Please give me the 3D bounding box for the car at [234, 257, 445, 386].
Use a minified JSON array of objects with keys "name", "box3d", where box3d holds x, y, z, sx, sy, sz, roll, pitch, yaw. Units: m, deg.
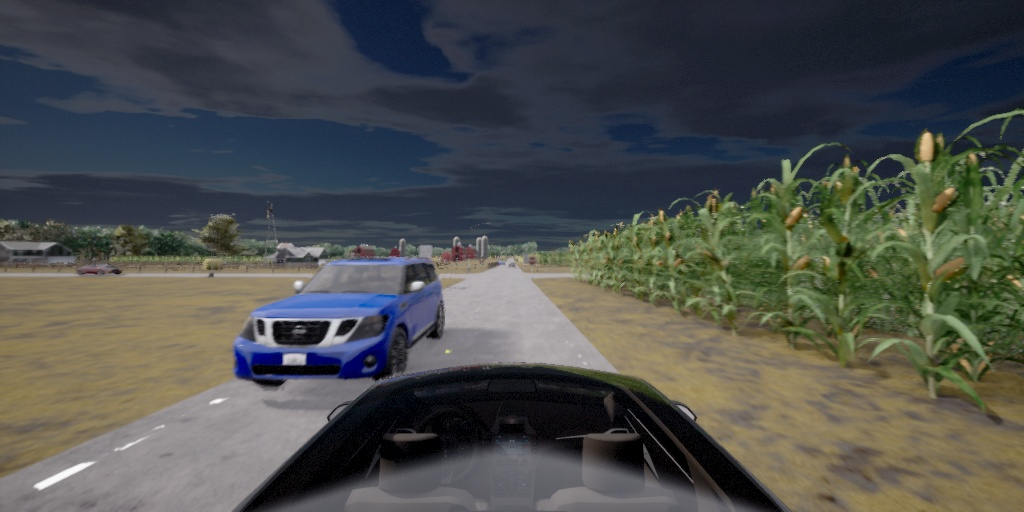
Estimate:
[{"name":"car","box3d":[-2.850,1.035,7.466,2.150,2.045,5.566,0,-1,0]}]
